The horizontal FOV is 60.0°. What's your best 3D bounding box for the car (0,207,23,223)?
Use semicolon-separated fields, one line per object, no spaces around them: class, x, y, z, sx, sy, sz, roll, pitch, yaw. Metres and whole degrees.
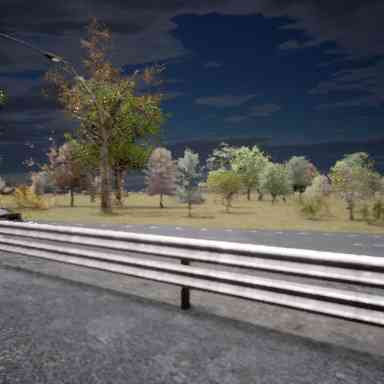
car;-13.009;1.624;20.743;5.008;1.535;1.882;0;0;18
